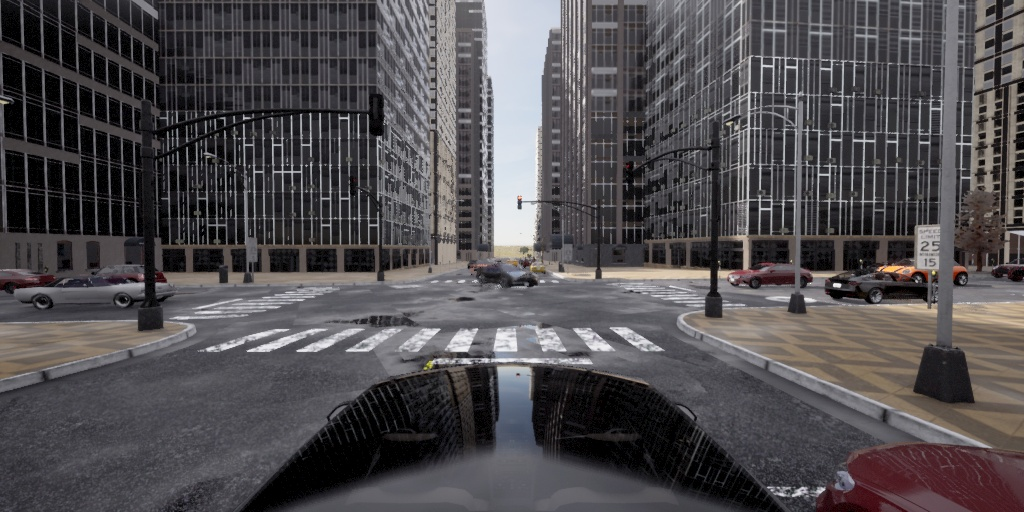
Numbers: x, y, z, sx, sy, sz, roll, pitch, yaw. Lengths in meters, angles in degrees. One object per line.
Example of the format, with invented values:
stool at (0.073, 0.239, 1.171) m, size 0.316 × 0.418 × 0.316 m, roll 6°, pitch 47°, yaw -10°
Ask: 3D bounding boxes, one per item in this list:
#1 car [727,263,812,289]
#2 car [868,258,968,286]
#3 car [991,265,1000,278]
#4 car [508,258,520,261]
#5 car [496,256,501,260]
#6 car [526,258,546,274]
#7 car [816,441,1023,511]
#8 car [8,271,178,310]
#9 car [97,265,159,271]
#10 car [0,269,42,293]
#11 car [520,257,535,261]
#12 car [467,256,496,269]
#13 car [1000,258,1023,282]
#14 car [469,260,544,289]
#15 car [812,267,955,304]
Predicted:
car at (15.392, 1.135, 21.449) m, size 4.674 × 1.442 × 1.812 m, roll 0°, pitch 1°, yaw -5°
car at (25.340, 0.904, 22.359) m, size 4.553 × 1.767 × 2.097 m, roll 0°, pitch 1°, yaw -5°
car at (37.693, 0.865, 26.122) m, size 4.097 × 1.591 × 1.967 m, roll 0°, pitch 0°, yaw -5°
car at (-0.025, 1.178, 65.005) m, size 1.882 × 1.535 × 5.008 m, roll 0°, pitch 0°, yaw 0°
car at (-3.113, 1.192, 54.049) m, size 1.882 × 1.535 × 5.008 m, roll 0°, pitch 0°, yaw 0°
car at (2.806, 1.254, 39.946) m, size 1.751 × 1.417 × 4.829 m, roll 0°, pitch 0°, yaw 0°
car at (2.692, 1.333, 0.408) m, size 1.802 × 1.307 × 4.207 m, roll 0°, pitch 0°, yaw 0°
car at (-17.345, 1.469, 15.199) m, size 4.718 × 1.301 × 1.895 m, roll 0°, pitch 1°, yaw -6°
car at (-22.578, 1.215, 20.541) m, size 4.097 × 1.591 × 1.967 m, roll 0°, pitch 0°, yaw -5°
car at (-28.204, 1.390, 20.016) m, size 4.207 × 1.307 × 1.802 m, roll 0°, pitch 0°, yaw -5°
car at (2.710, 1.028, 55.027) m, size 2.192 × 1.841 × 5.009 m, roll 0°, pitch 0°, yaw 0°
car at (-3.113, 1.083, 37.313) m, size 2.097 × 1.767 × 4.553 m, roll 0°, pitch 0°, yaw 0°
car at (35.349, 0.846, 23.279) m, size 4.553 × 1.767 × 2.097 m, roll 0°, pitch 1°, yaw -5°
car at (-0.512, 1.208, 22.615) m, size 2.033 × 1.411 × 5.357 m, roll 0°, pitch 0°, yaw -31°
car at (16.124, 1.294, 15.706) m, size 4.313 × 1.339 × 1.948 m, roll 0°, pitch 0°, yaw -5°
